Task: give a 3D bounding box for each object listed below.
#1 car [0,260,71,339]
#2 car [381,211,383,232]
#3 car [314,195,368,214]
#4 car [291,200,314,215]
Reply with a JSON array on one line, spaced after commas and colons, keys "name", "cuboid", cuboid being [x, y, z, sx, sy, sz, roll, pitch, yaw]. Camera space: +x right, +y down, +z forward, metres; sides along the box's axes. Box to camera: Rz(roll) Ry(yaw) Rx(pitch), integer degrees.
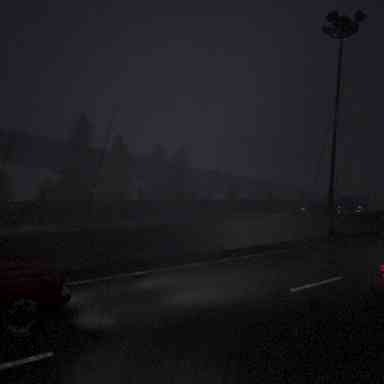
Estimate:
[{"name": "car", "cuboid": [-4.378, 1.598, 4.923, 4.718, 1.301, 1.895, 0, 0, -36]}, {"name": "car", "cuboid": [11.387, 1.285, 16.169, 5.566, 2.045, 2.150, 0, 0, -35]}, {"name": "car", "cuboid": [14.435, 1.325, 31.482, 5.566, 2.045, 2.150, 0, 0, -35]}, {"name": "car", "cuboid": [12.273, 1.606, 34.239, 4.892, 1.490, 1.837, 1, 0, -35]}]
